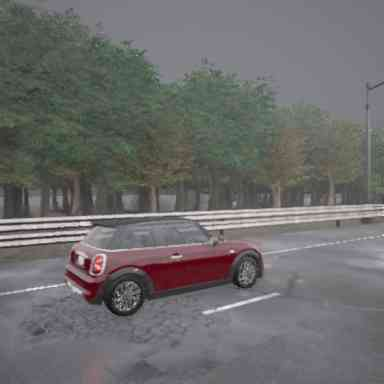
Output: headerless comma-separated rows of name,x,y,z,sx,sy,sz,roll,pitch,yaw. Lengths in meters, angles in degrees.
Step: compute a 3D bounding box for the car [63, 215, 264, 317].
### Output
car,-0.448,1.361,7.732,4.553,1.767,2.097,0,0,-36
